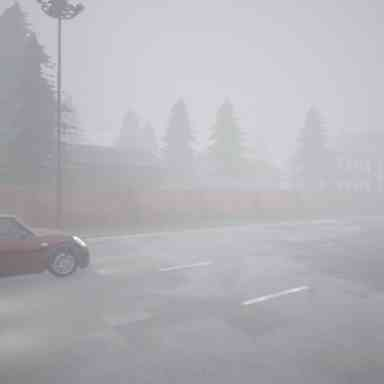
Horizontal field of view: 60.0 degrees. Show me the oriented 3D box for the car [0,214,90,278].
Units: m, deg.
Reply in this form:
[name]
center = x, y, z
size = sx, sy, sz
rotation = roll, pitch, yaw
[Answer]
[car]
center = -5.076, 1.356, 8.724
size = 4.553, 1.767, 2.097
rotation = 0, 0, -35
